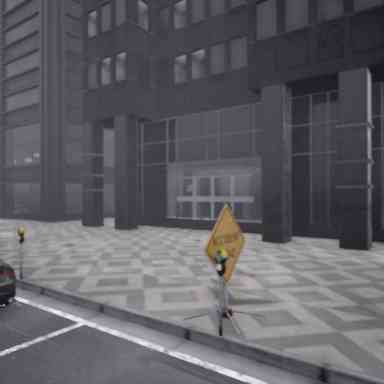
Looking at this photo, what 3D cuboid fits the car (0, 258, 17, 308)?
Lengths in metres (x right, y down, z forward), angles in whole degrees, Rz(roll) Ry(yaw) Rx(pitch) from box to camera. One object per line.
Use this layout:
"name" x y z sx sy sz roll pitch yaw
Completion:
"car" -5.220 1.600 6.682 4.403 1.369 2.008 0 0 35

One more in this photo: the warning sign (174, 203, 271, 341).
"warning sign" 0.528 1.131 5.418 1.060 1.860 1.300 0 0 35
